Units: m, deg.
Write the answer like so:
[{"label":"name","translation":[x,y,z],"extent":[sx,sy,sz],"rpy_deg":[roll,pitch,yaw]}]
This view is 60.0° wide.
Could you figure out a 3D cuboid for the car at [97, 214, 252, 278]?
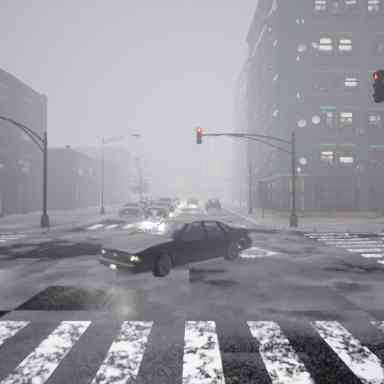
[{"label":"car","translation":[-0.213,1.559,10.577],"extent":[2.033,1.411,5.357],"rpy_deg":[0,0,44]}]

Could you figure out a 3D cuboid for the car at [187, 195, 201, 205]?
[{"label":"car","translation":[0.126,1.625,59.995],"extent":[1.994,1.385,4.181],"rpy_deg":[0,0,0]}]

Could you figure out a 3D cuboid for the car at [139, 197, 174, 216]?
[{"label":"car","translation":[-3.082,1.522,29.891],"extent":[2.128,1.511,4.902],"rpy_deg":[0,0,0]}]

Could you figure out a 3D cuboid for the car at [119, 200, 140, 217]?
[{"label":"car","translation":[-5.736,1.577,31.744],"extent":[1.887,1.381,4.507],"rpy_deg":[1,0,0]}]

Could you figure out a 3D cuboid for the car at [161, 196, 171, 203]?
[{"label":"car","translation":[-5.640,1.656,71.546],"extent":[1.802,1.307,4.206],"rpy_deg":[1,0,0]}]

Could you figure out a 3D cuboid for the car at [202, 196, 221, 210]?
[{"label":"car","translation":[2.728,1.484,43.169],"extent":[1.967,1.590,4.097],"rpy_deg":[1,0,0]}]

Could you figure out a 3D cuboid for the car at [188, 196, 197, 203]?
[{"label":"car","translation":[0.117,1.549,69.961],"extent":[1.882,1.535,5.008],"rpy_deg":[0,0,0]}]

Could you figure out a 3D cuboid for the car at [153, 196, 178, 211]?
[{"label":"car","translation":[-3.076,1.392,38.910],"extent":[2.097,1.767,4.553],"rpy_deg":[0,0,0]}]

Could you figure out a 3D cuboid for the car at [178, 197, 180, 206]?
[{"label":"car","translation":[-3.067,1.574,47.905],"extent":[1.812,1.442,4.674],"rpy_deg":[0,0,0]}]
